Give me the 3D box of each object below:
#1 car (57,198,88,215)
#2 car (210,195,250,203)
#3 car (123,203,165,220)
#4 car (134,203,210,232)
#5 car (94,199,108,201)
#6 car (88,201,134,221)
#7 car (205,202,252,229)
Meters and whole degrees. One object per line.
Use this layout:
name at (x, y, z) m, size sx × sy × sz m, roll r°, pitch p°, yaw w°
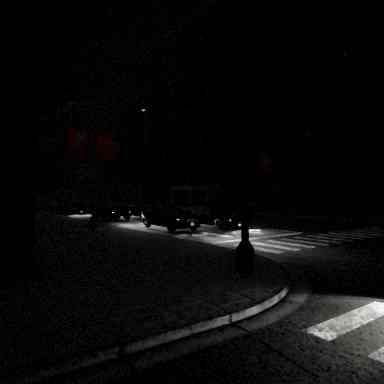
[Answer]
car at (-13.038, 1.680, 36.832) m, size 2.033 × 1.411 × 5.357 m, roll 0°, pitch 0°, yaw -35°
car at (3.133, 1.322, 31.373) m, size 2.150 × 2.045 × 5.566 m, roll 0°, pitch 0°, yaw -36°
car at (-4.465, 1.701, 30.455) m, size 1.895 × 1.301 × 4.718 m, roll 0°, pitch 0°, yaw -36°
car at (-1.410, 1.548, 20.646) m, size 2.128 × 1.511 × 4.902 m, roll 0°, pitch 0°, yaw -36°
car at (-10.537, 1.632, 38.921) m, size 2.128 × 1.511 × 4.902 m, roll 0°, pitch 0°, yaw -36°
car at (-6.857, 1.693, 28.221) m, size 1.895 × 1.301 × 4.718 m, roll 0°, pitch 0°, yaw -36°
car at (1.430, 1.609, 22.323) m, size 2.033 × 1.411 × 5.357 m, roll 0°, pitch 0°, yaw -33°
